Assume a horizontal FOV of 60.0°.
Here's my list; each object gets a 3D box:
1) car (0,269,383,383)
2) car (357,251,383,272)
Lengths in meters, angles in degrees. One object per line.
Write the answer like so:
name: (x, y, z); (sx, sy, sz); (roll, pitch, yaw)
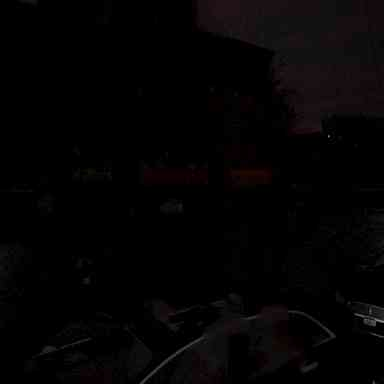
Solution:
car: (-0.225, 1.550, 2.674); (4.403, 1.369, 2.008); (0, -2, -35)
car: (4.214, 1.549, 5.835); (4.403, 1.369, 2.008); (0, -2, -35)
